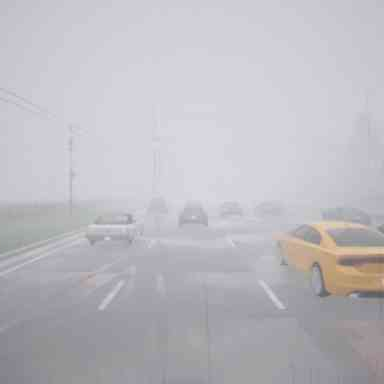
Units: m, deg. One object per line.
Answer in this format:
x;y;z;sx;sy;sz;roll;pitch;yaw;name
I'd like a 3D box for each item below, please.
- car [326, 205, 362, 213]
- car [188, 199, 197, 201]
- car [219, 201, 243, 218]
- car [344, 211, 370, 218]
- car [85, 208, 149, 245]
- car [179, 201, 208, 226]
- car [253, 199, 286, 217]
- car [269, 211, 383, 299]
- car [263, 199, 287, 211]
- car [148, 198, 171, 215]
10.590;1.593;23.237;1.994;1.385;4.181;0;0;0;car
0.083;1.616;42.737;1.994;1.385;4.181;0;0;0;car
3.586;1.586;31.171;2.033;1.411;5.357;0;0;0;car
7.094;1.561;10.421;2.033;1.411;5.357;0;0;0;car
-3.406;1.620;15.675;1.895;1.301;4.718;0;0;0;car
0.092;1.593;23.546;1.994;1.385;4.181;0;0;0;car
7.086;1.587;31.568;2.033;1.411;5.357;0;0;0;car
3.596;1.488;8.574;1.882;1.535;5.008;0;0;0;car
10.583;1.617;42.697;1.994;1.385;4.181;0;0;0;car
-3.438;1.394;35.288;2.097;1.767;4.553;0;0;0;car
